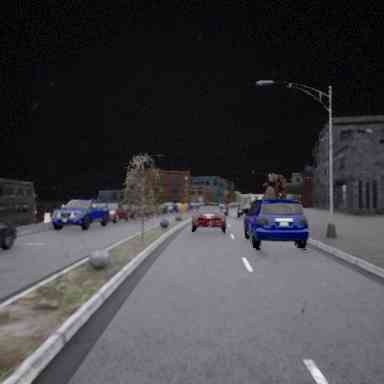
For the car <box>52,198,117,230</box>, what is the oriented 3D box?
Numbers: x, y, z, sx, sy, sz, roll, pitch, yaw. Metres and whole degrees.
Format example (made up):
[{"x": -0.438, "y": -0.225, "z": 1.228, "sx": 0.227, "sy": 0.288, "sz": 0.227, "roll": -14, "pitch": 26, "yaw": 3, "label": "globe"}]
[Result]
[{"x": -7.565, "y": 1.463, "z": 23.280, "sx": 2.435, "sy": 2.045, "sz": 5.566, "roll": 0, "pitch": -1, "yaw": 6, "label": "car"}]

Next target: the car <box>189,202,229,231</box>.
[{"x": 1.205, "y": 1.577, "z": 22.309, "sx": 2.097, "sy": 1.767, "sz": 4.553, "roll": 0, "pitch": -1, "yaw": 5, "label": "car"}]

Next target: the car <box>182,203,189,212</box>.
[{"x": -2.353, "y": 2.605, "z": 56.271, "sx": 2.097, "sy": 1.535, "sz": 5.008, "roll": 0, "pitch": -2, "yaw": 13, "label": "car"}]

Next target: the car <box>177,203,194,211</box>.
[{"x": -1.079, "y": 2.803, "z": 61.668, "sx": 2.002, "sy": 1.452, "sz": 4.674, "roll": 0, "pitch": -2, "yaw": 14, "label": "car"}]

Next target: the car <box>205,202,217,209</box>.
[{"x": 4.747, "y": 3.355, "z": 82.885, "sx": 2.185, "sy": 1.767, "sz": 4.553, "roll": 0, "pitch": -2, "yaw": 16, "label": "car"}]

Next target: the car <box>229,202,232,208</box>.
[{"x": 3.506, "y": 2.183, "z": 40.382, "sx": 1.837, "sy": 1.490, "sz": 4.892, "roll": 0, "pitch": -2, "yaw": 9, "label": "car"}]

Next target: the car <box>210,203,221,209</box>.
[{"x": 6.230, "y": 3.712, "z": 88.165, "sx": 2.002, "sy": 1.452, "sz": 4.674, "roll": 0, "pitch": -2, "yaw": 16, "label": "car"}]

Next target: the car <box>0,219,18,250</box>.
[{"x": -8.346, "y": 1.588, "z": 12.258, "sx": 2.002, "sy": 1.452, "sz": 4.674, "roll": 0, "pitch": -1, "yaw": 3, "label": "car"}]

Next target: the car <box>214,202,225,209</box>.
[{"x": 7.763, "y": 3.745, "z": 93.632, "sx": 2.185, "sy": 1.767, "sz": 4.553, "roll": 0, "pitch": -2, "yaw": 16, "label": "car"}]

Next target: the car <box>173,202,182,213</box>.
[{"x": -3.506, "y": 2.323, "z": 50.874, "sx": 2.185, "sy": 1.767, "sz": 4.553, "roll": 0, "pitch": -2, "yaw": 12, "label": "car"}]

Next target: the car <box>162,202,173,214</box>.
[{"x": -4.570, "y": 2.314, "z": 45.244, "sx": 2.163, "sy": 1.488, "sz": 4.792, "roll": 0, "pitch": -2, "yaw": 11, "label": "car"}]

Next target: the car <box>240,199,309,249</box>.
[{"x": 3.652, "y": 1.335, "z": 15.230, "sx": 2.150, "sy": 2.045, "sz": 5.566, "roll": 0, "pitch": -1, "yaw": 4, "label": "car"}]

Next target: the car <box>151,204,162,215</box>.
[{"x": -5.490, "y": 2.167, "z": 39.803, "sx": 2.002, "sy": 1.452, "sz": 4.674, "roll": 0, "pitch": -2, "yaw": 10, "label": "car"}]

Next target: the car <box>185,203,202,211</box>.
[{"x": 0.310, "y": 2.925, "z": 67.038, "sx": 2.231, "sy": 1.521, "sz": 4.892, "roll": 0, "pitch": -2, "yaw": 15, "label": "car"}]

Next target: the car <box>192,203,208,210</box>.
[{"x": 1.792, "y": 3.103, "z": 72.352, "sx": 2.231, "sy": 1.521, "sz": 4.892, "roll": 0, "pitch": -2, "yaw": 16, "label": "car"}]

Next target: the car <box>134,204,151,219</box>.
[{"x": -6.280, "y": 1.974, "z": 34.443, "sx": 2.231, "sy": 1.521, "sz": 4.892, "roll": 0, "pitch": -2, "yaw": 8, "label": "car"}]

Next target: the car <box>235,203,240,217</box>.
[{"x": 6.267, "y": 2.237, "z": 38.789, "sx": 1.895, "sy": 1.301, "sz": 4.718, "roll": 0, "pitch": -2, "yaw": 9, "label": "car"}]

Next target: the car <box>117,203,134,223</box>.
[{"x": -6.975, "y": 1.707, "z": 28.855, "sx": 2.185, "sy": 1.767, "sz": 4.553, "roll": 0, "pitch": -1, "yaw": 7, "label": "car"}]
